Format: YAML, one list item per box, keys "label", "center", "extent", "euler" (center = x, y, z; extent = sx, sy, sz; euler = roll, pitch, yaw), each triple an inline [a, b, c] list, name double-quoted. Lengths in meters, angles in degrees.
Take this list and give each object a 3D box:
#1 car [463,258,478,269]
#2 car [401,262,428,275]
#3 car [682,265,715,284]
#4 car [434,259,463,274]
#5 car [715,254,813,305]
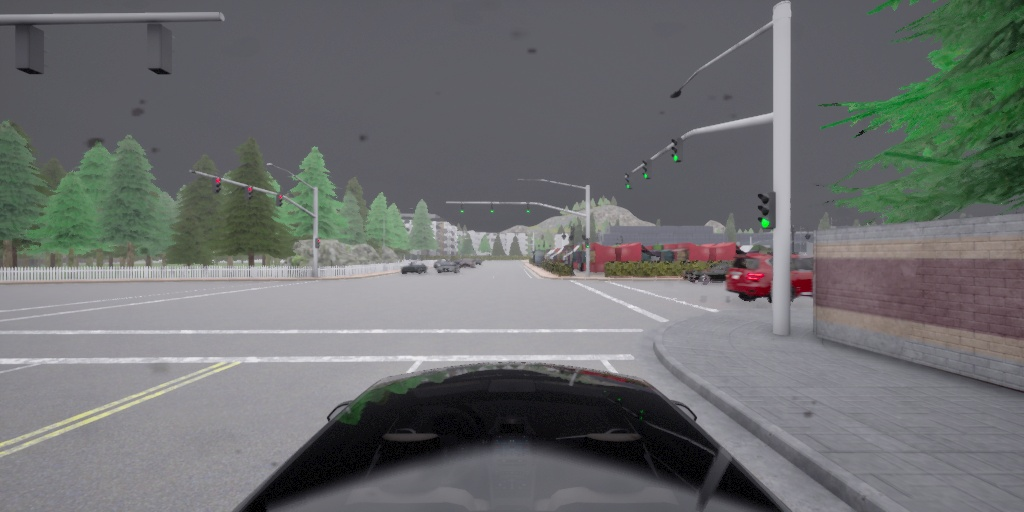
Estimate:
- label: "car"
  center: [-7.083, 1.101, 56.831]
  extent: [2.097, 1.767, 4.553]
  euler: [0, 0, 0]
- label: "car"
  center: [-10.597, 1.350, 39.140]
  extent: [1.895, 1.301, 4.718]
  euler: [0, 0, 0]
- label: "car"
  center: [14.694, 1.295, 25.374]
  extent: [4.718, 1.301, 1.895]
  euler: [0, 0, 0]
- label: "car"
  center: [-7.095, 1.311, 40.437]
  extent: [1.994, 1.385, 4.181]
  euler: [0, 0, 0]
- label: "car"
  center: [11.776, 0.960, 14.628]
  extent: [5.566, 2.045, 2.150]
  euler: [0, 0, -1]
